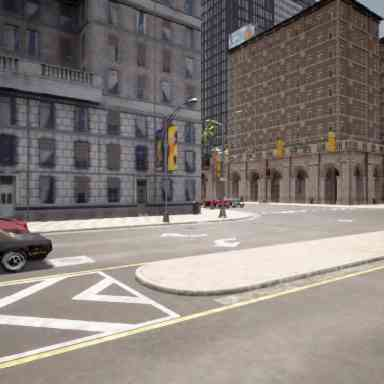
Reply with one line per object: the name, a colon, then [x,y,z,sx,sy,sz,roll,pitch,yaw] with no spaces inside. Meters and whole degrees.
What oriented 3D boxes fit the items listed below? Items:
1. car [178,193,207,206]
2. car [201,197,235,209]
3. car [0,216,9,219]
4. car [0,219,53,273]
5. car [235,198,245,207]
car: [0.024,1.221,57.127,2.150,2.045,5.566,0,0,-34]
car: [3.234,1.478,46.396,1.882,1.535,5.008,0,0,-35]
car: [-8.480,1.526,12.087,4.674,1.442,1.812,0,0,-35]
car: [-6.535,1.601,9.182,4.718,1.301,1.895,0,0,-35]
car: [5.663,1.492,49.027,2.128,1.511,4.902,0,0,-35]
